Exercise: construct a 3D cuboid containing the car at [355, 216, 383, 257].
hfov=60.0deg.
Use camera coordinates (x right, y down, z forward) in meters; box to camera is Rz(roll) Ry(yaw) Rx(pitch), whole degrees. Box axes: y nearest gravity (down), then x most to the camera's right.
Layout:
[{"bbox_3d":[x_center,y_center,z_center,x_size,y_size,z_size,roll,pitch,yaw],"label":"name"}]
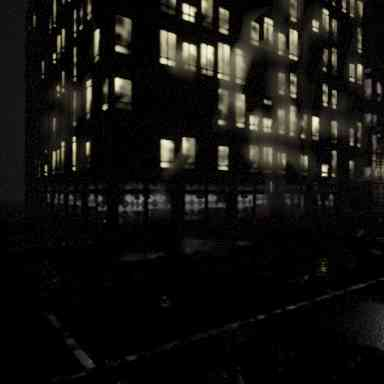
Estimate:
[{"bbox_3d":[7.669,1.442,12.021,4.097,1.590,1.967,0,0,-35],"label":"car"}]
